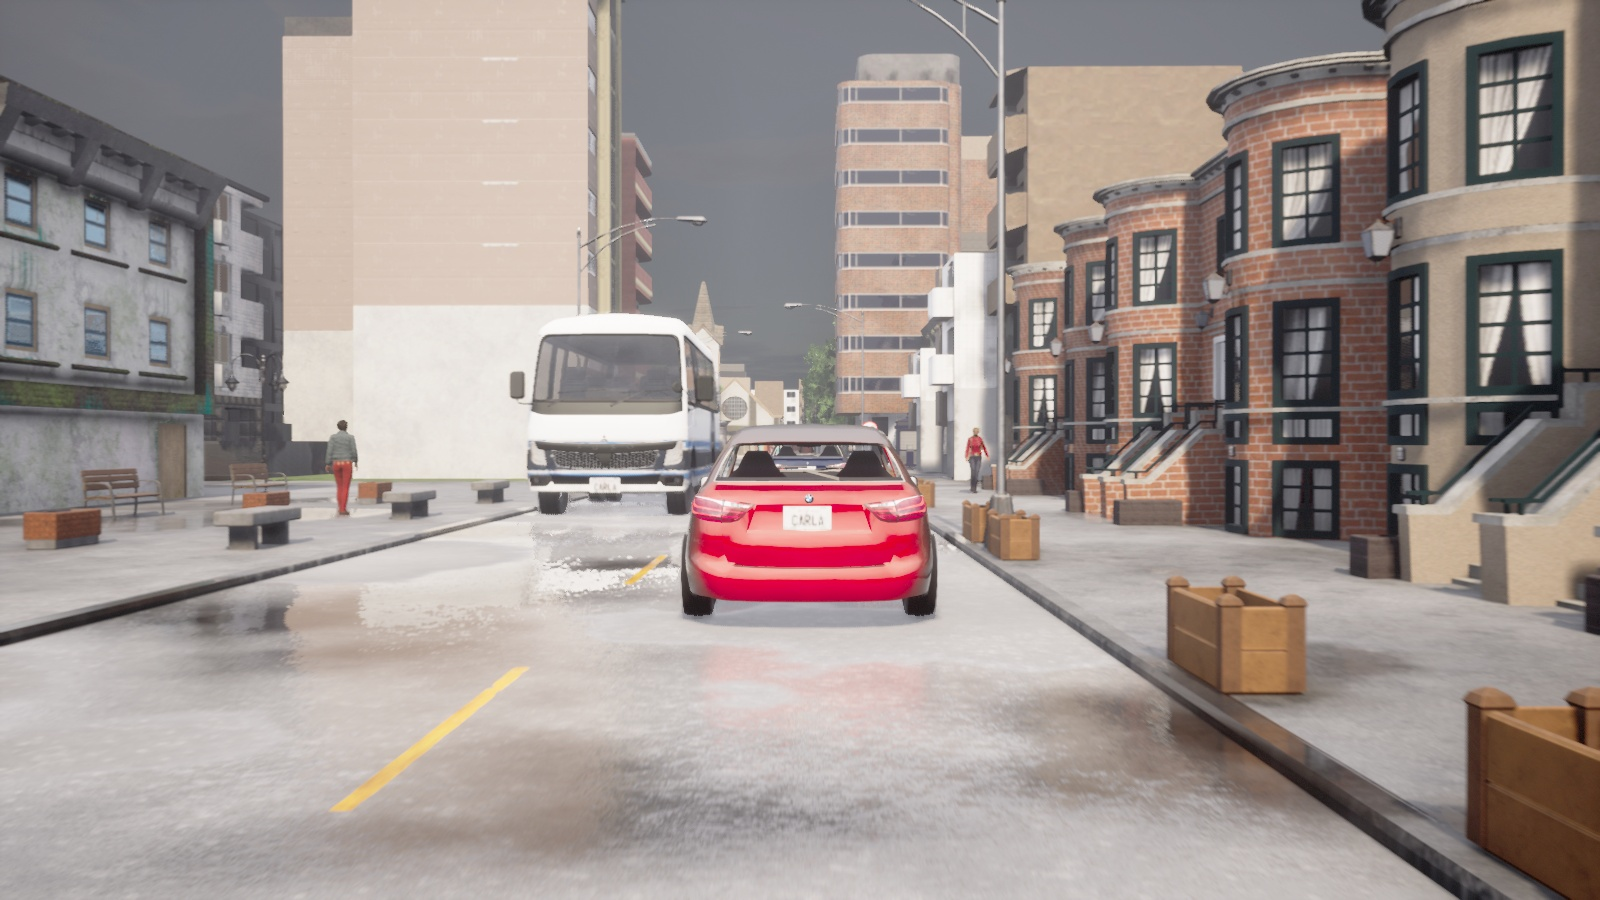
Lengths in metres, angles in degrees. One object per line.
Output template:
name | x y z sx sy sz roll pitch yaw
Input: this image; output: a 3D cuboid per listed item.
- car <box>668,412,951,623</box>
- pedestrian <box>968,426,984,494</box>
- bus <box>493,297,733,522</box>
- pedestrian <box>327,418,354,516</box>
car | 0.086 0.522 12.256 2.242 1.667 4.611 0 0 0
pedestrian | 4.767 0.268 34.051 0.331 1.846 0.636 0 0 1
bus | -3.822 -0.796 28.901 3.944 4.253 10.273 0 0 0
pedestrian | -8.755 0.314 23.939 0.353 1.847 0.614 0 0 -8
